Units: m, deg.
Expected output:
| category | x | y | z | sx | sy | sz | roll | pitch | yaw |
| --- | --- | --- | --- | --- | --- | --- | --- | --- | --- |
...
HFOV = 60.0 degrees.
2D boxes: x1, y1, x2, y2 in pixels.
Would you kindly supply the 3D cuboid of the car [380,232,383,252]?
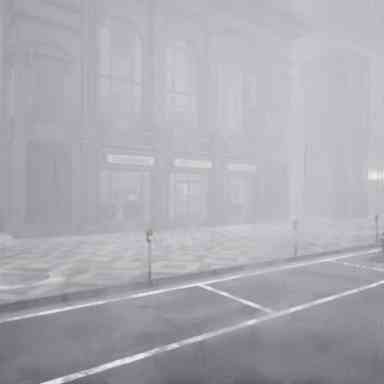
| category | x | y | z | sx | sy | sz | roll | pitch | yaw |
| --- | --- | --- | --- | --- | --- | --- | --- | --- | --- |
| car | 9.208 | 1.692 | 13.198 | 4.507 | 1.381 | 1.887 | 1 | -1 | -35 |
